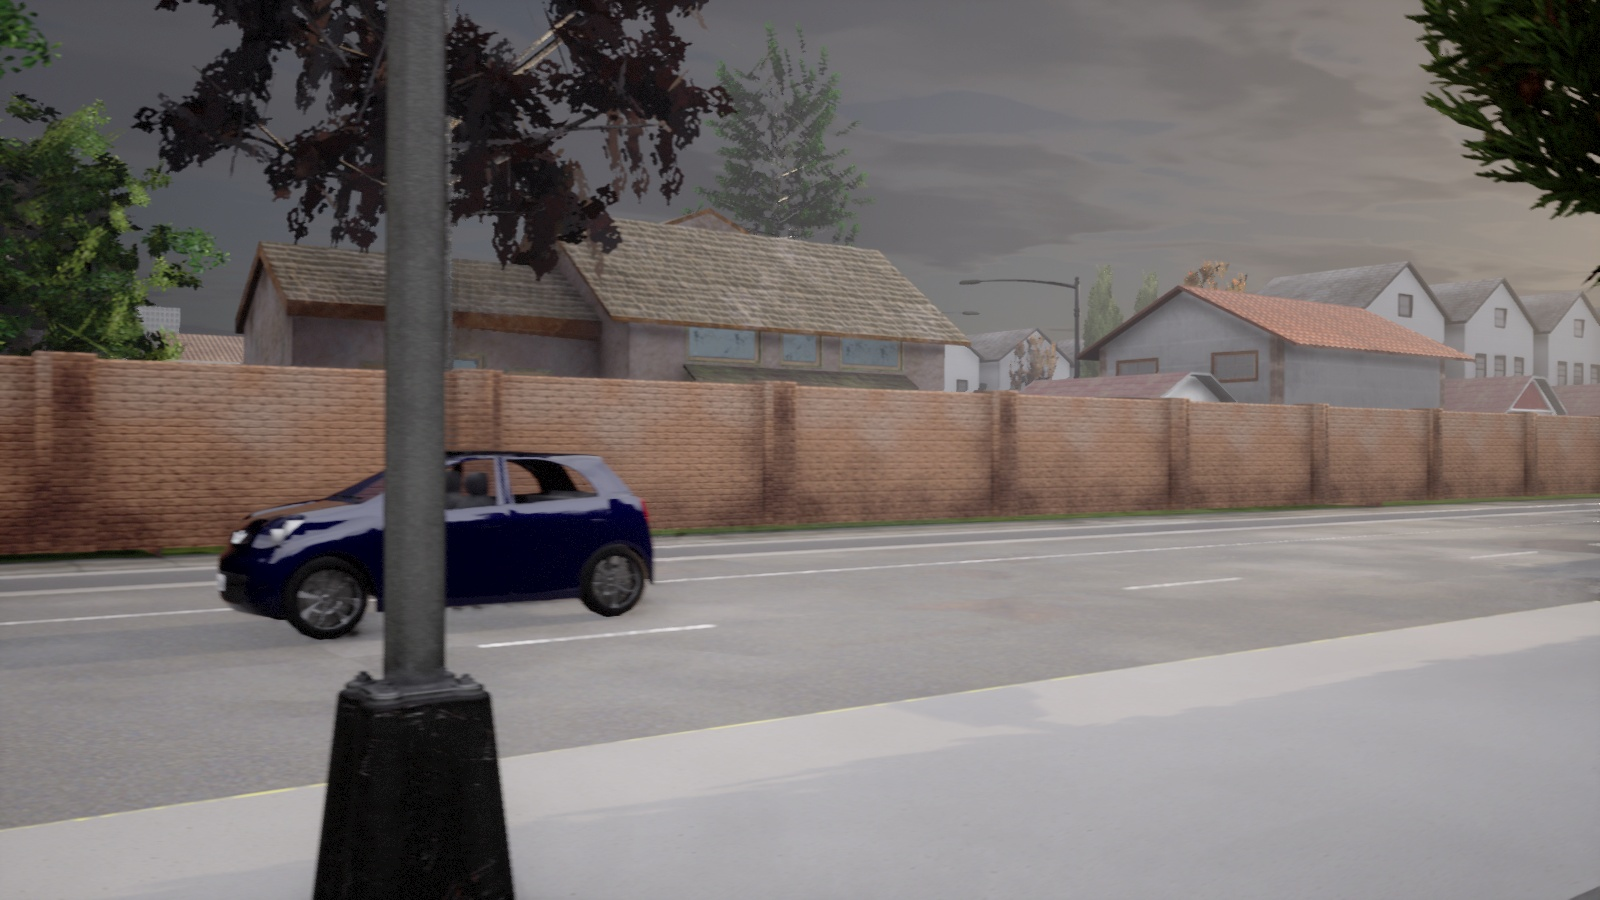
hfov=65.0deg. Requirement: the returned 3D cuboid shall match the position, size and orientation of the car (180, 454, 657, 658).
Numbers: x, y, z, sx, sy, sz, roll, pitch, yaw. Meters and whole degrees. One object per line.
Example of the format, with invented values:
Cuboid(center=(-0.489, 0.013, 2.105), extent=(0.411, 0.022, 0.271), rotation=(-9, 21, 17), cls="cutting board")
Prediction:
Cuboid(center=(-3.318, 0.793, 11.096), extent=(3.633, 1.501, 1.845), rotation=(0, 0, -35), cls="car")
